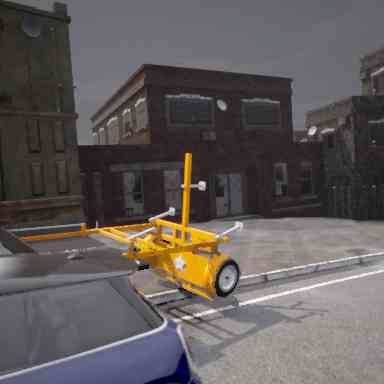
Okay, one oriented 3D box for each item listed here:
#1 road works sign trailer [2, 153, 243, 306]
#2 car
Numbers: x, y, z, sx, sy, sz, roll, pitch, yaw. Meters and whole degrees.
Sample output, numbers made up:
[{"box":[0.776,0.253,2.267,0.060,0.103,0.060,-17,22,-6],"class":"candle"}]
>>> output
[{"box":[-1.094,0.689,5.838,3.560,2.880,2.380,-2,7,-43],"class":"road works sign trailer"},{"box":[-2.181,1.355,2.245,4.553,1.767,2.097,0,0,-34],"class":"car"}]
